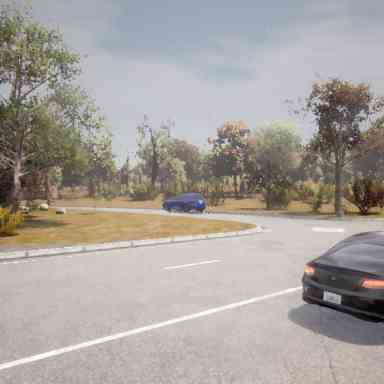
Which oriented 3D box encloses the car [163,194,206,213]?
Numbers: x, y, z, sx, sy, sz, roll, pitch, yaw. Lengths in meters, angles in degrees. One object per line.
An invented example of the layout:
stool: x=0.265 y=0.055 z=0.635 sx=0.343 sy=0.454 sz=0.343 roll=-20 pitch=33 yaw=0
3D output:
car: x=-0.897 y=1.246 z=37.029 sx=2.150 sy=2.045 sz=5.566 roll=0 pitch=0 yaw=-43

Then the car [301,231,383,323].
car: x=4.103 y=1.526 z=6.677 sx=4.674 sy=1.442 sz=1.812 roll=0 pitch=0 yaw=-36
